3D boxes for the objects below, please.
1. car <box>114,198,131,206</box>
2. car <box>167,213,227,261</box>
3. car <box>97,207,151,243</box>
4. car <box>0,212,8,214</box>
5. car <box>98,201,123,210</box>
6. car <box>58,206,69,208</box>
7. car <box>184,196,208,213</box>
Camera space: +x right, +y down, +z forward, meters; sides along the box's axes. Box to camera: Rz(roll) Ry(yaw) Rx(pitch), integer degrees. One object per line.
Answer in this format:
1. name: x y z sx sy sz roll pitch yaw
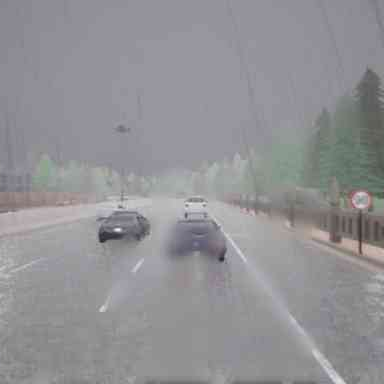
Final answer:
1. car: -13.431 1.889 64.694 2.128 1.511 4.902 0 0 1
2. car: 0.180 1.673 12.536 1.895 1.301 4.718 0 0 1
3. car: -3.279 1.664 16.816 1.994 1.385 4.181 0 0 1
4. car: -13.915 1.746 23.426 1.895 1.301 4.718 0 0 1
5. car: -6.670 1.692 28.095 1.812 1.442 4.674 0 0 1
6. car: -20.560 1.681 54.690 2.097 1.767 4.553 0 0 1
7. car: 0.377 1.413 33.231 2.150 2.045 5.566 0 0 1
